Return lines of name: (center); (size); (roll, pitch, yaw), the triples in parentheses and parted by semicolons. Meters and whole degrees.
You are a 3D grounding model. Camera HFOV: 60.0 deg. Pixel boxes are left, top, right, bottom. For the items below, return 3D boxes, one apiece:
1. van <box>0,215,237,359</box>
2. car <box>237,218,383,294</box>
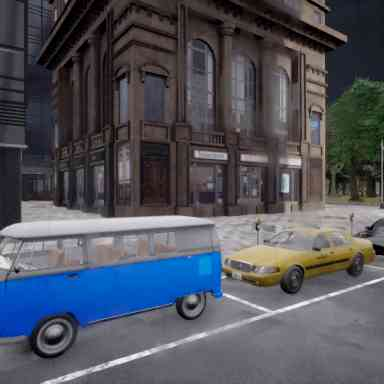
van: (-1.337, 1.341, 5.695); (3.998, 1.788, 1.690); (0, 0, -35)
car: (2.954, 1.525, 8.750); (4.829, 1.417, 1.752); (0, 0, -35)
